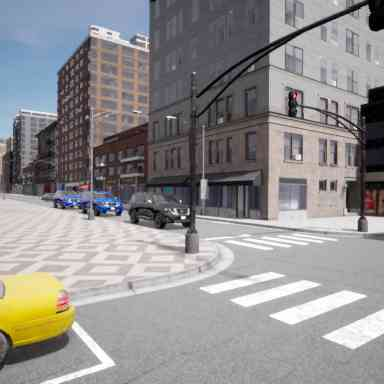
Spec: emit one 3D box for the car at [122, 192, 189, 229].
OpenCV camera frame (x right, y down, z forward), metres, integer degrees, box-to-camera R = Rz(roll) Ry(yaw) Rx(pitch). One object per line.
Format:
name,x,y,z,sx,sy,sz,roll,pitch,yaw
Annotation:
car,-2.064,1.052,20.784,2.150,2.045,5.566,1,0,-35

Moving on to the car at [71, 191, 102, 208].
car,-13.624,0.861,42.669,2.150,2.045,5.566,1,0,-35

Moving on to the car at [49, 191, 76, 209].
car,-14.205,0.861,37.977,2.150,2.045,5.566,1,0,-35

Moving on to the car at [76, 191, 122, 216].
car,-8.008,0.959,29.193,2.150,2.045,5.566,1,0,-35

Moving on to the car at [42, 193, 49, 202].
car,-25.542,0.940,59.520,2.128,1.511,4.902,1,0,-36

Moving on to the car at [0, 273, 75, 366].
car,-3.972,1.525,3.919,4.829,1.417,1.752,0,1,-36
